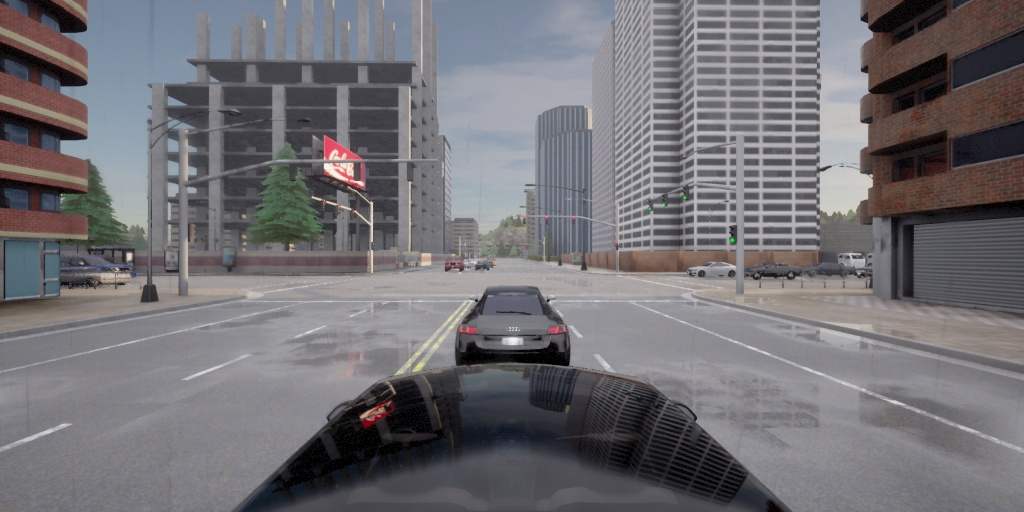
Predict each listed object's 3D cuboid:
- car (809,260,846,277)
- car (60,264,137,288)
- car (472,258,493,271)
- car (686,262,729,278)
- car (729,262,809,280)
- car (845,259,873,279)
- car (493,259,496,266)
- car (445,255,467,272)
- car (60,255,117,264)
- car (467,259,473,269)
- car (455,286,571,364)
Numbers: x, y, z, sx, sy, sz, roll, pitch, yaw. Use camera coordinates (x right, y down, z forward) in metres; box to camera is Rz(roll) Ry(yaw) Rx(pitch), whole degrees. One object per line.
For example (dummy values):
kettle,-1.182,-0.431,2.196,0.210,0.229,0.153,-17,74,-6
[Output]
car,29.664,1.297,34.226,5.357,1.411,2.033,0,0,-1
car,-27.161,1.351,22.680,4.718,1.301,1.895,0,0,-1
car,-4.058,1.351,50.046,1.895,1.301,4.718,0,0,-1
car,19.082,1.276,34.055,4.674,1.442,1.812,0,0,-1
car,21.847,1.241,30.615,4.902,1.511,2.128,0,0,-1
car,32.221,1.242,30.755,4.902,1.511,2.128,0,0,-1
car,-4.135,1.314,59.971,1.994,1.385,4.181,0,0,0
car,-7.568,0.971,47.595,2.150,2.045,5.566,0,0,-4
car,-30.923,0.971,26.124,5.566,2.045,2.150,0,0,-1
car,-7.617,1.276,57.272,1.812,1.442,4.674,0,0,0
car,0.010,1.314,7.664,1.994,1.385,4.181,0,0,0
